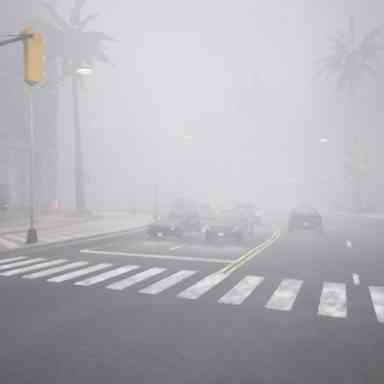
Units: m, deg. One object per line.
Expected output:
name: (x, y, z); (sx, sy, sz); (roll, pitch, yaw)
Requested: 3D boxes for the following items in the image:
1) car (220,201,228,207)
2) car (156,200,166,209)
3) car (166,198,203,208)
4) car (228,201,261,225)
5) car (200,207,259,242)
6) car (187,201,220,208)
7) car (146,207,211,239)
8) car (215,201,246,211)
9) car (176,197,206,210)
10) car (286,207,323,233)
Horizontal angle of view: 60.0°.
car: (3.712, 1.919, 36.638); (1.882, 1.535, 5.008); (-1, -1, -14)
car: (-4.397, 2.203, 58.176); (2.097, 1.767, 4.553); (0, -1, -43)
car: (-0.971, 1.784, 40.460); (2.150, 2.045, 5.566); (-1, -1, -22)
car: (4.215, 1.651, 26.542); (2.097, 1.767, 4.553); (-1, -1, 4)
car: (2.158, 1.740, 17.891); (1.812, 1.442, 4.674); (-1, -1, 20)
car: (0.958, 1.885, 29.950); (2.128, 1.511, 4.902); (-1, -1, -2)
car: (-0.714, 1.829, 19.747); (2.033, 1.411, 5.357); (-1, -1, 21)
car: (5.810, 2.089, 50.625); (2.128, 1.511, 4.902); (0, -1, -30)
car: (-0.211, 2.022, 59.096); (2.150, 2.045, 5.566); (0, -1, -42)
car: (7.059, 1.661, 21.046); (1.882, 1.535, 5.008); (-1, -1, 15)
